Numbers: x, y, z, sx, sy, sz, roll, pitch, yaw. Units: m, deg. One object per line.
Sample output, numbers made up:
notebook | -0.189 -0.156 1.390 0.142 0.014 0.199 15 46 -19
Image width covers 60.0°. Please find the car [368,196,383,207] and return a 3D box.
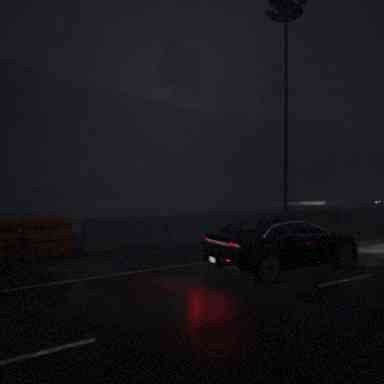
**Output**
car | 24.910 1.205 42.532 5.008 1.535 1.882 0 0 -18

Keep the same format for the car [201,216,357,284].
car | 2.591 1.430 9.360 4.902 1.511 2.128 0 1 -30
